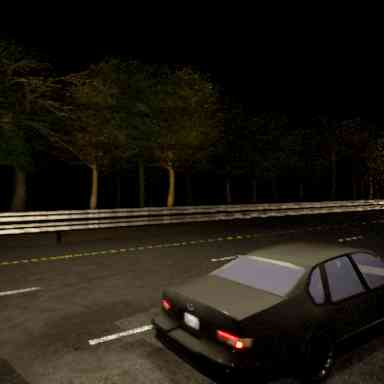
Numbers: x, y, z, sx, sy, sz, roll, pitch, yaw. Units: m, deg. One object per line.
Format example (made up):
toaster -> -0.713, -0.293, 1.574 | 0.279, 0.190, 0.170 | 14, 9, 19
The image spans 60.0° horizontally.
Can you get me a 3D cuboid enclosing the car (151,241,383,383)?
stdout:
car -> 2.041, 1.531, 5.325 | 5.357, 1.411, 2.033 | 0, 0, -35
